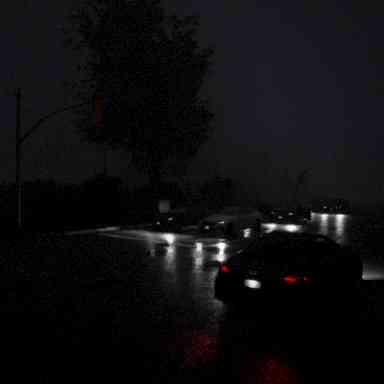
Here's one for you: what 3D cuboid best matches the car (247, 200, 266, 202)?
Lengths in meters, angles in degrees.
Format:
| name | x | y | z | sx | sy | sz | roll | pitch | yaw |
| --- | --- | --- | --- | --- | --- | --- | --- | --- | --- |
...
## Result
| name | x | y | z | sx | sy | sz | roll | pitch | yaw |
| --- | --- | --- | --- | --- | --- | --- | --- | --- | --- |
| car | 5.300 | 1.476 | 28.043 | 2.128 | 1.511 | 4.902 | 0 | 0 | 38 |

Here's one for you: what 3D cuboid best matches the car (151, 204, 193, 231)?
| name | x | y | z | sx | sy | sz | roll | pitch | yaw |
| --- | --- | --- | --- | --- | --- | --- | --- | --- | --- |
| car | -0.433 | 1.518 | 20.860 | 1.812 | 1.442 | 4.674 | 0 | 0 | 40 |

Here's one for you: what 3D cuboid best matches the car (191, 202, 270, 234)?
| name | x | y | z | sx | sy | sz | roll | pitch | yaw |
| --- | --- | --- | --- | --- | --- | --- | --- | --- | --- |
| car | 2.274 | 1.520 | 18.641 | 1.812 | 1.442 | 4.674 | 0 | 0 | 40 |

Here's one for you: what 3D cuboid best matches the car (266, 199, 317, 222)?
| name | x | y | z | sx | sy | sz | roll | pitch | yaw |
| --- | --- | --- | --- | --- | --- | --- | --- | --- | --- |
| car | 7.698 | 1.513 | 25.435 | 1.812 | 1.442 | 4.674 | 0 | 0 | 38 |

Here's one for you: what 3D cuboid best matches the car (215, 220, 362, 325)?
| name | x | y | z | sx | sy | sz | roll | pitch | yaw |
| --- | --- | --- | --- | --- | --- | --- | --- | --- | --- |
| car | 2.303 | 1.563 | 7.329 | 1.994 | 1.385 | 4.181 | 0 | 0 | 39 |

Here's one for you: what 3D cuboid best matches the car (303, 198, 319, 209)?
| name | x | y | z | sx | sy | sz | roll | pitch | yaw |
| --- | --- | --- | --- | --- | --- | --- | --- | --- | --- |
| car | 13.607 | 1.416 | 38.680 | 1.882 | 1.535 | 5.008 | 0 | 0 | 38 |

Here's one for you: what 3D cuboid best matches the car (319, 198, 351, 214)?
| name | x | y | z | sx | sy | sz | roll | pitch | yaw |
| --- | --- | --- | --- | --- | --- | --- | --- | --- | --- |
| car | 15.432 | 1.448 | 35.308 | 1.837 | 1.490 | 4.892 | 0 | 2 | 37 |
